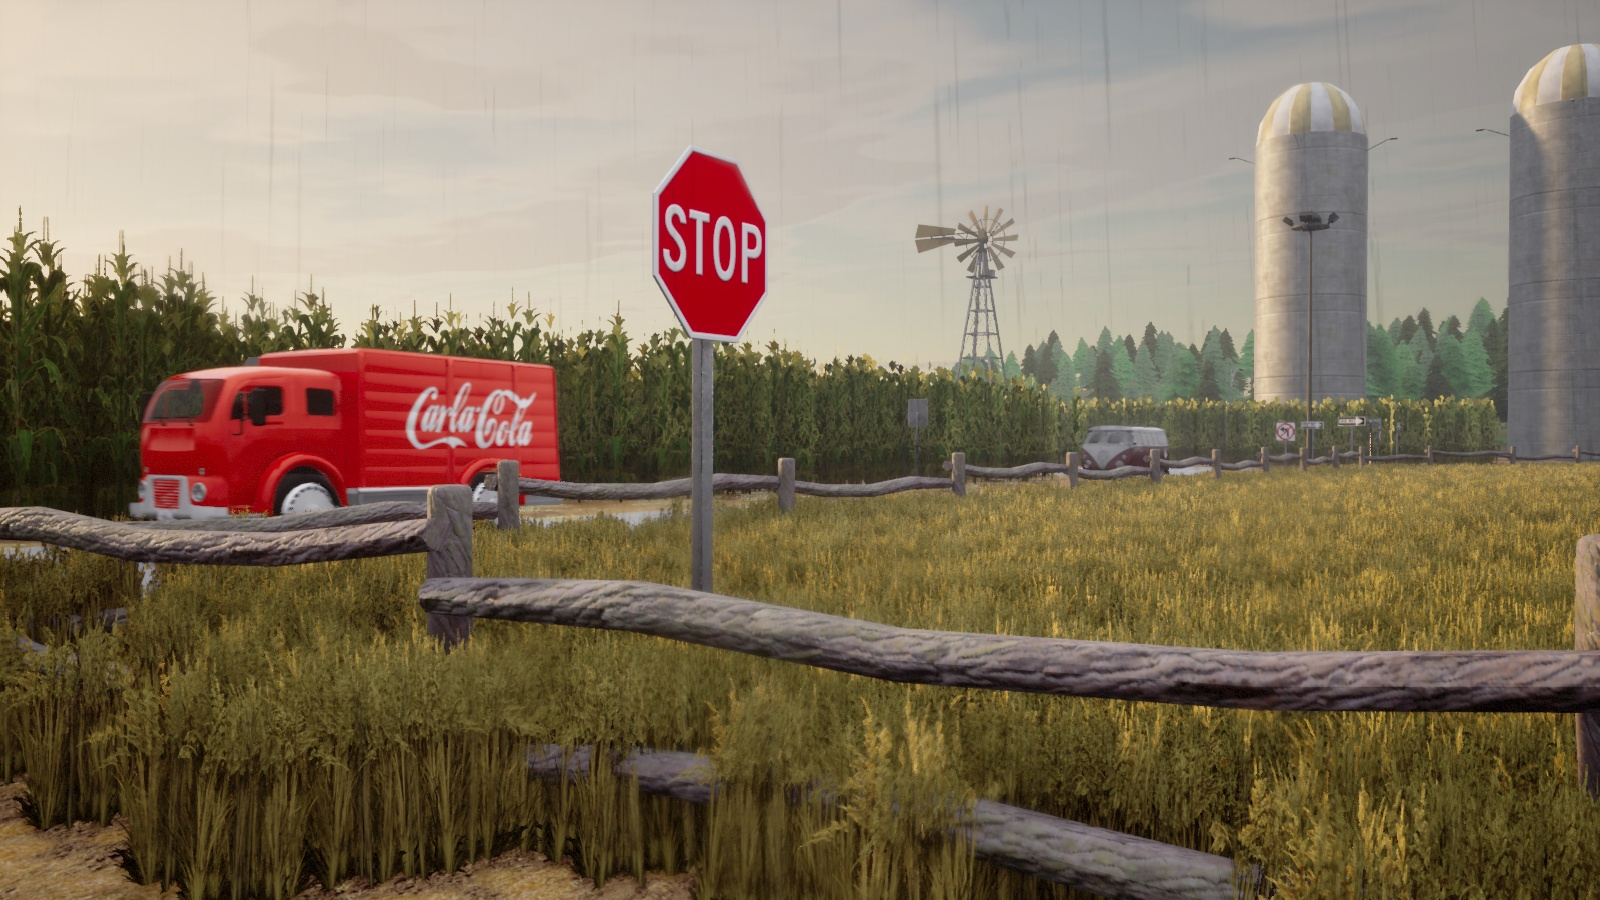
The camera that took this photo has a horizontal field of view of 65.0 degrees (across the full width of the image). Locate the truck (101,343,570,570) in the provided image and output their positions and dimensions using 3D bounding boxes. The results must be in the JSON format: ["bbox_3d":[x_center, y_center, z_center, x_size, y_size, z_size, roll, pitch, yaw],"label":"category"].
[{"bbox_3d":[-5.844,0.063,16.517,2.627,2.467,5.204,-1,0,34],"label":"truck"}]

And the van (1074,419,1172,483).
[{"bbox_3d":[10.637,0.000,41.124,1.775,1.987,4.442,-1,1,33],"label":"van"}]
